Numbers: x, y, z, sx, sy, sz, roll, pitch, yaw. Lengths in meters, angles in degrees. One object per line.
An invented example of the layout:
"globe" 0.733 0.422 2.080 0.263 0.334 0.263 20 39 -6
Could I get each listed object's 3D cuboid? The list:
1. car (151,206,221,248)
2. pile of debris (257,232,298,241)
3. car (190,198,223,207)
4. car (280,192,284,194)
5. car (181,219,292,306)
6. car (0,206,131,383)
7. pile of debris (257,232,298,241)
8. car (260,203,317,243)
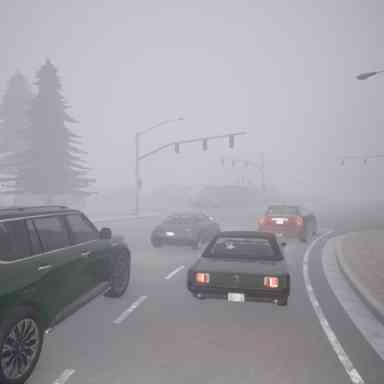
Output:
"car" -0.127 1.550 14.454 1.994 1.385 4.181 0 0 20
"pile of debris" 4.183 2.152 16.133 1.500 0.140 1.860 0 0 29
"car" 1.892 1.533 42.973 4.674 1.442 1.812 0 0 40
"car" 24.761 1.066 92.184 4.605 1.855 1.932 0 0 40
"car" 1.328 1.591 8.096 1.895 1.301 4.718 0 0 14
"car" -2.788 1.222 5.493 2.150 2.045 5.566 0 0 8
"pile of debris" 4.183 2.152 16.133 1.500 0.140 1.860 0 0 29
"car" 4.803 1.327 16.374 2.097 1.767 4.553 0 0 27
